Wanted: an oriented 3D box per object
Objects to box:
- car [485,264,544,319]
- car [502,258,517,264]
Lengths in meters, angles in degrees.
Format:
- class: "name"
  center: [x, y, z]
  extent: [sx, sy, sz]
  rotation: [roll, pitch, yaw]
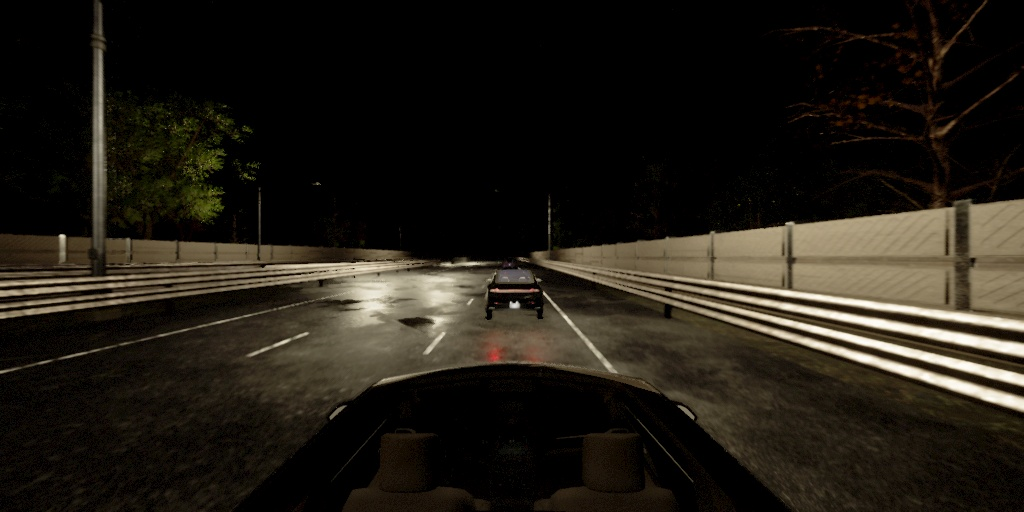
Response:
- class: "car"
  center: [0.069, 1.223, 12.785]
  extent: [2.128, 1.511, 4.902]
  rotation: [0, 0, 0]
- class: "car"
  center: [-0.314, 1.108, 45.633]
  extent: [2.033, 1.649, 4.856]
  rotation: [0, 0, -1]
